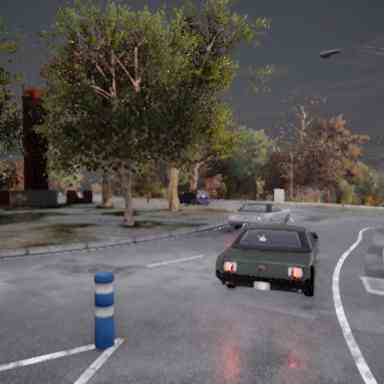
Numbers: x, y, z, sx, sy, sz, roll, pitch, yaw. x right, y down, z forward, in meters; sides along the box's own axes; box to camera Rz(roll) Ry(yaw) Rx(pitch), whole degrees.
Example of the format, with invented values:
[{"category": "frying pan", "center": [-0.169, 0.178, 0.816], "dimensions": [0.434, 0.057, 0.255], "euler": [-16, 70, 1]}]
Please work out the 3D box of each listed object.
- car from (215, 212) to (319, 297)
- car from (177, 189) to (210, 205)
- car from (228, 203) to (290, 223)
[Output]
[{"category": "car", "center": [2.141, 1.436, 8.319], "dimensions": [1.895, 1.301, 4.718], "euler": [0, 1, 22]}, {"category": "car", "center": [-0.080, 0.518, 39.019], "dimensions": [2.097, 1.767, 4.553], "euler": [-1, 2, -41]}, {"category": "car", "center": [3.725, 1.230, 17.586], "dimensions": [1.895, 1.301, 4.718], "euler": [1, 1, 32]}]
